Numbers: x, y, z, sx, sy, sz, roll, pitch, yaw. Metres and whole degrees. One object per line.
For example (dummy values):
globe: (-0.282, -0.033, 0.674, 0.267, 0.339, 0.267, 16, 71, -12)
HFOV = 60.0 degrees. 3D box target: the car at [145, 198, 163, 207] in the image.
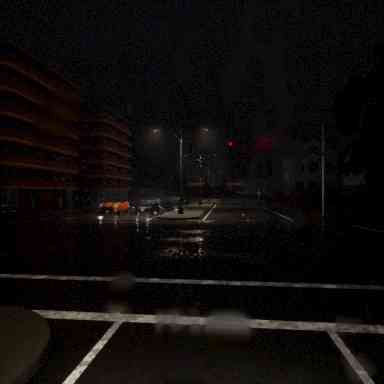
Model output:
car: (-6.124, 1.601, 53.900, 1.895, 1.301, 4.718, 0, 0, 6)

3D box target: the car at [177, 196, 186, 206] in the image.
car: (-2.684, 1.491, 53.135, 2.128, 1.511, 4.902, 0, 0, 6)

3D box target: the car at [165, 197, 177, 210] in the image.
car: (-3.634, 1.601, 44.090, 1.895, 1.301, 4.718, 0, 0, 6)

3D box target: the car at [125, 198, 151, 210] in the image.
car: (-7.120, 1.545, 44.369, 2.033, 1.411, 5.357, 0, 0, 6)

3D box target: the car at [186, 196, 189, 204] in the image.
car: (-1.631, 1.505, 63.037, 1.837, 1.490, 4.892, 0, 0, 7)

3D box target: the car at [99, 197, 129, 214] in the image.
car: (-8.105, 1.352, 34.951, 2.097, 1.767, 4.553, 0, 0, 6)

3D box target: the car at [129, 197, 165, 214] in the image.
car: (-4.590, 1.491, 34.880, 2.128, 1.511, 4.902, 0, 0, 6)

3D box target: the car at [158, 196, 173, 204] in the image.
car: (-5.062, 1.564, 63.874, 1.994, 1.385, 4.181, 0, 0, 6)
